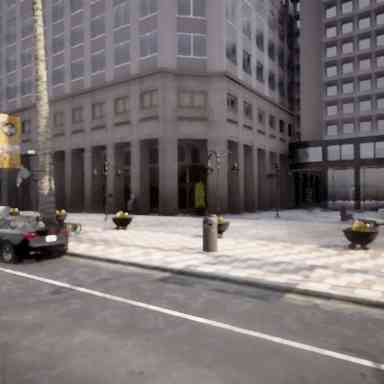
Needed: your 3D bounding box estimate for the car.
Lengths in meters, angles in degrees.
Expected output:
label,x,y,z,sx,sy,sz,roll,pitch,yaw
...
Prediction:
label,x,y,z,sx,sy,sz,roll,pitch,yaw
car,-6.646,1.629,12.486,4.786,1.482,2.161,-1,0,35
